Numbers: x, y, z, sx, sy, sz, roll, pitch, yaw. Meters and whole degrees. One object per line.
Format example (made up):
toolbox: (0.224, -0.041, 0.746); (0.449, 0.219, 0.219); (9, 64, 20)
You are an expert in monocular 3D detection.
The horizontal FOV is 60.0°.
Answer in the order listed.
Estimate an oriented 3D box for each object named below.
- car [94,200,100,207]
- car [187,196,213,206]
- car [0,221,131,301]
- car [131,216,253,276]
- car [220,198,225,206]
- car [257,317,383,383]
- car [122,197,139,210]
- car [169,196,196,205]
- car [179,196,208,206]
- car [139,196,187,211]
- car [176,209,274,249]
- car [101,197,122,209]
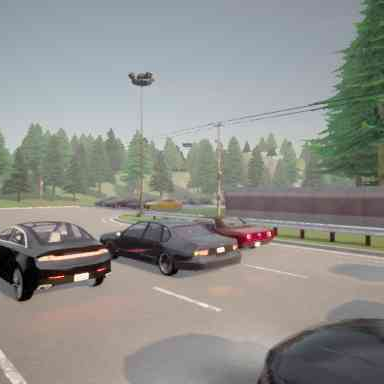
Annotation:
car: (-12.488, 1.504, 50.653); (4.892, 1.490, 1.837); (0, 0, -43)
car: (1.447, 1.564, 53.997); (4.181, 1.385, 1.994); (0, 0, -43)
car: (-3.863, 1.491, 8.444); (2.128, 1.511, 4.902); (0, 0, -43)
car: (-0.964, 1.547, 10.457); (2.033, 1.411, 5.357); (0, 0, -43)
car: (6.022, 1.525, 53.452); (4.674, 1.442, 1.812); (0, 0, -43)
car: (2.597, 1.505, 1.677); (1.837, 1.490, 4.892); (0, 0, -43)
car: (-5.768, 1.547, 42.564); (5.357, 1.411, 2.033); (0, 0, -43)
car: (-1.617, 1.503, 60.683); (4.892, 1.490, 1.837); (0, 0, -43)
car: (0.262, 1.491, 57.662); (4.902, 1.511, 2.128); (0, 0, -43)
car: (-3.399, 1.477, 39.989); (5.008, 1.535, 1.882); (0, 0, -43)
car: (0.864, 1.601, 13.645); (1.895, 1.301, 4.718); (0, 0, -43)
car: (-8.996, 1.477, 44.346); (5.008, 1.535, 1.882); (0, 0, -43)
